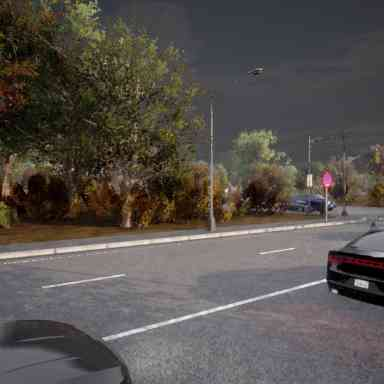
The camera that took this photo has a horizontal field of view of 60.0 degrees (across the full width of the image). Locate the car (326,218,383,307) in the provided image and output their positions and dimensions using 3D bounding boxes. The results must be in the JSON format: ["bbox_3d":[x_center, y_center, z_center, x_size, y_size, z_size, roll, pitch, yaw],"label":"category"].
[{"bbox_3d":[5.022,1.478,7.349,5.008,1.535,1.882,0,0,-36],"label":"car"}]

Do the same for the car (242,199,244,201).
[{"bbox_3d":[7.591,1.522,45.319,1.812,1.442,4.674,0,0,-32],"label":"car"}]

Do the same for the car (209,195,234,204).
[{"bbox_3d":[5.474,1.381,62.096,2.128,1.511,4.902,0,1,-32],"label":"car"}]

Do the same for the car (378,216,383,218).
[{"bbox_3d":[10.227,1.505,15.642,4.892,1.490,1.837,0,0,-36],"label":"car"}]

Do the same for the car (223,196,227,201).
[{"bbox_3d":[3.799,1.520,57.853,1.895,1.301,4.718,0,1,-32],"label":"car"}]

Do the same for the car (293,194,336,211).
[{"bbox_3d":[14.720,1.221,40.663,2.150,2.045,5.566,0,0,-31],"label":"car"}]

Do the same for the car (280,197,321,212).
[{"bbox_3d":[12.118,1.564,38.193,1.994,1.385,4.181,0,0,-32],"label":"car"}]

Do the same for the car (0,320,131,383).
[{"bbox_3d":[-2.697,1.505,1.815,4.892,1.490,1.837,0,0,-36],"label":"car"}]
